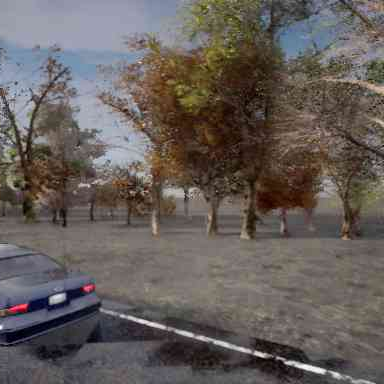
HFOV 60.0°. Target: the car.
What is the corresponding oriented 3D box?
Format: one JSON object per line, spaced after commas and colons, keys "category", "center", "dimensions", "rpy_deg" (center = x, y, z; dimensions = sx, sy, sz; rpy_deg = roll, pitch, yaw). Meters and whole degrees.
{"category": "car", "center": [-4.147, 1.778, 6.654], "dimensions": [5.357, 1.411, 2.033], "rpy_deg": [-2, -1, 35]}
